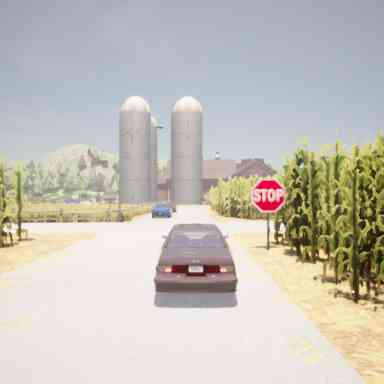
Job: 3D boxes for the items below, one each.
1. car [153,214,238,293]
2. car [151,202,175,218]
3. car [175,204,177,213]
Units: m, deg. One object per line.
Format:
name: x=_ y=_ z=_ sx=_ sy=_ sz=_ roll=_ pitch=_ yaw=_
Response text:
car: x=0.087 y=1.555 z=8.973 sx=2.033 sy=1.411 sz=5.357 roll=0 pitch=0 yaw=0
car: x=-3.153 y=1.936 z=35.401 sx=1.882 sy=1.535 sz=5.008 roll=0 pitch=-1 yaw=0
car: x=-3.133 y=2.140 z=46.869 sx=1.882 sy=1.535 sz=5.008 roll=0 pitch=0 yaw=0
